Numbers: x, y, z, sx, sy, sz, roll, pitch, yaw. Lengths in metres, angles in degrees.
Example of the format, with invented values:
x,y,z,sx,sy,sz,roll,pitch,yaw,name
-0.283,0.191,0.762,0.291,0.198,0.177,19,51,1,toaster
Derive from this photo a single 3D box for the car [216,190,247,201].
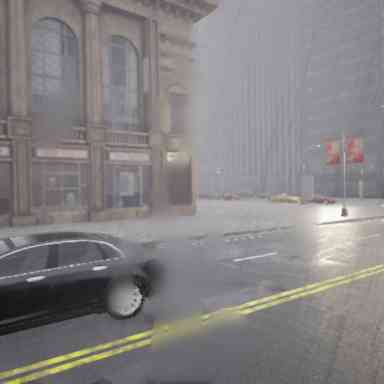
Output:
x,y,z,sx,sy,sz,roll,pitch,yaw,name
6.711,0.835,57.019,1.887,1.381,4.507,-1,1,-36,car

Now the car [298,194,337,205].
x,y,z,sx,sy,sz,roll,pitch,yaw,name
16.580,0.974,43.332,1.887,1.381,4.507,-1,1,-36,car

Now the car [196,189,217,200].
x,y,z,sx,sy,sz,roll,pitch,yaw,name
3.419,0.555,61.578,2.192,1.841,5.009,-1,1,-36,car

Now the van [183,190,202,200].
x,y,z,sx,sy,sz,roll,pitch,yaw,name
0.130,0.530,66.141,1.690,1.788,3.998,-1,1,-36,van

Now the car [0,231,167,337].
x,y,z,sx,sy,sz,roll,pitch,yaw,name
-2.778,1.495,5.691,4.892,1.490,1.837,-1,0,-35,car

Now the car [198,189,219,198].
x,y,z,sx,sy,sz,roll,pitch,yaw,name
3.756,0.255,75.684,2.192,1.841,5.009,-1,1,-36,car

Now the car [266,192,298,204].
x,y,z,sx,sy,sz,roll,pitch,yaw,name
13.389,0.911,47.756,1.752,1.417,4.829,-1,1,-36,car

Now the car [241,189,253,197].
x,y,z,sx,sy,sz,roll,pitch,yaw,name
10.335,0.359,66.560,2.192,1.841,5.009,-1,1,-36,car

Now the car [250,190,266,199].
x,y,z,sx,sy,sz,roll,pitch,yaw,name
13.626,0.659,62.002,1.947,1.339,4.313,-1,1,-36,car
